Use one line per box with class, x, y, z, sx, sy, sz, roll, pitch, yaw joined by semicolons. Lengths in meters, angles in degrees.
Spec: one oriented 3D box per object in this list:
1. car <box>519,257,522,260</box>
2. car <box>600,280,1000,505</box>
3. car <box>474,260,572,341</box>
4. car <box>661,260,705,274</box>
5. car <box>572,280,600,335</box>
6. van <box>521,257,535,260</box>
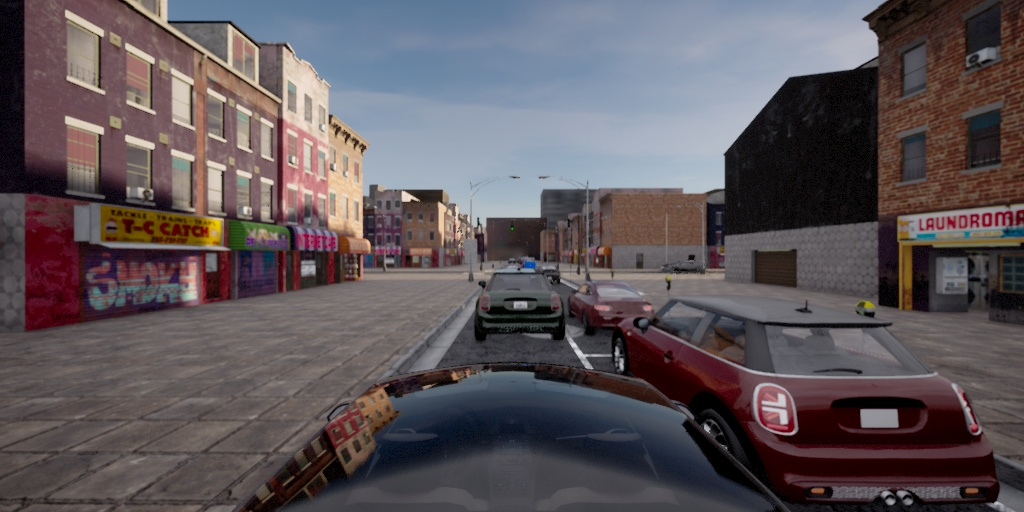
car;2.686;1.257;59.709;1.967;1.591;4.097;0;0;0
car;2.639;1.188;4.515;1.967;1.591;4.097;0;0;0
car;0.122;1.100;10.026;2.097;1.767;4.553;0;0;-2
car;20.100;1.277;42.240;4.902;1.511;2.128;0;0;0
car;2.644;1.329;10.194;1.802;1.307;4.207;0;0;0
van;2.681;1.147;54.233;1.690;1.789;3.998;0;0;0
